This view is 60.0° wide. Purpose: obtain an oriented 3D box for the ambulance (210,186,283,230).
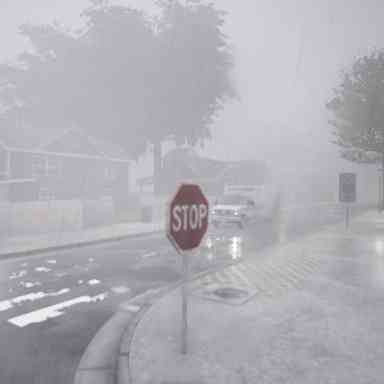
[{"bbox_3d":[3.513,0.854,20.785,2.351,2.431,6.366,0,1,35],"label":"ambulance"}]
